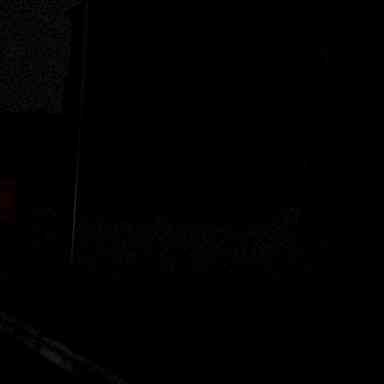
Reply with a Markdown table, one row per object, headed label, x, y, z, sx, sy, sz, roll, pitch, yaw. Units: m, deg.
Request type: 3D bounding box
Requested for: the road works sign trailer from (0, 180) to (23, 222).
| label | x | y | z | sx | sy | sz | roll | pitch | yaw |
| --- | --- | --- | --- | --- | --- | --- | --- | --- | --- |
| road works sign trailer | -10.935 | 0.515 | 17.097 | 2.880 | 2.380 | 3.560 | 3 | 3 | -7 |
